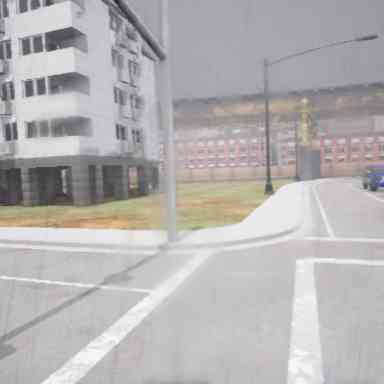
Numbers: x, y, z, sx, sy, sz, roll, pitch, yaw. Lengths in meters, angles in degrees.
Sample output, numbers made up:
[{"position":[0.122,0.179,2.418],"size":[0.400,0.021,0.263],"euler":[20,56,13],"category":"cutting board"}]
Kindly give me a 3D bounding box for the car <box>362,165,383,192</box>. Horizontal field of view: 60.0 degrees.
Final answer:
[{"position":[15.386,-1.177,27.017],"size":[2.150,2.045,5.566],"euler":[-1,4,18],"category":"car"}]
